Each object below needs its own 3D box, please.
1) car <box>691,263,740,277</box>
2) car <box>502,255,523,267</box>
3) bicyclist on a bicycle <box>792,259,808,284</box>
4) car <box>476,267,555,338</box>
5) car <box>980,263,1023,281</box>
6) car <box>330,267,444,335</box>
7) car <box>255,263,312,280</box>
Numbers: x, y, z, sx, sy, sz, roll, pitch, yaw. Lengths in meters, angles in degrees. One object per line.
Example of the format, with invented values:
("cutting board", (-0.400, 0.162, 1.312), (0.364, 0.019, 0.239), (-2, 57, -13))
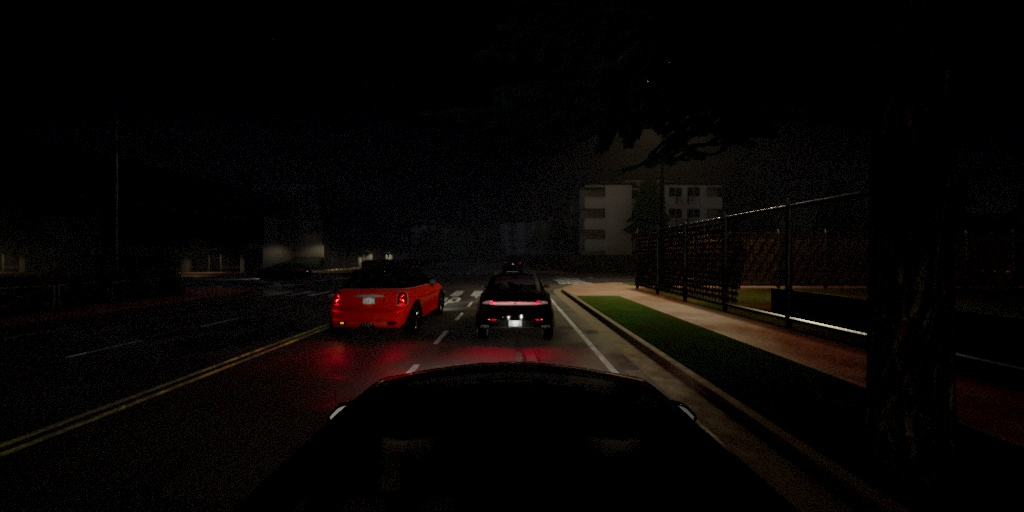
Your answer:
("car", (17.904, 1.279, 31.934), (4.181, 1.385, 1.994), (0, 0, 0))
("car", (0.073, 0.948, 40.005), (2.150, 2.045, 5.566), (0, 0, 0))
("bicyclist on a bicycle", (18.301, 1.024, 22.964), (0.582, 1.620, 1.656), (0, 0, 0))
("car", (0.088, 1.236, 10.132), (2.128, 1.511, 4.902), (0, 0, 0))
("car", (40.889, 1.257, 29.407), (5.357, 1.411, 2.033), (0, 0, -19))
("car", (-3.408, 1.097, 10.691), (2.097, 1.767, 4.553), (0, 0, 0))
("car", (-19.706, 1.296, 31.033), (4.181, 1.385, 1.994), (0, 0, 0))
